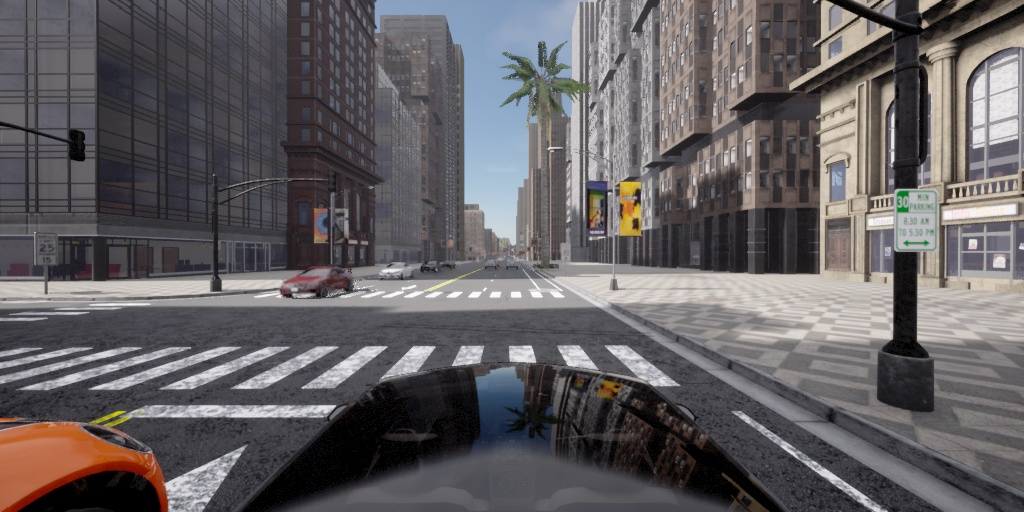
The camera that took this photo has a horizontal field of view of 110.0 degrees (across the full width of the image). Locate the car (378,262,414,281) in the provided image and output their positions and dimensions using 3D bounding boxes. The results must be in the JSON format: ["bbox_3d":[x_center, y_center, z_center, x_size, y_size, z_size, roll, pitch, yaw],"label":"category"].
[{"bbox_3d":[-9.844,1.284,30.859,1.812,1.442,4.674,0,0,0],"label":"car"}]

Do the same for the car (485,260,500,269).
[{"bbox_3d":[-3.236,1.335,55.749,2.033,1.411,5.357,0,0,0],"label":"car"}]

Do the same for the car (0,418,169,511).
[{"bbox_3d":[-3.150,1.102,0.269,2.097,1.767,4.553,0,0,0],"label":"car"}]

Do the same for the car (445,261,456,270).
[{"bbox_3d":[-9.792,1.386,54.633,1.895,1.301,4.718,0,0,0],"label":"car"}]

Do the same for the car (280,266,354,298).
[{"bbox_3d":[-9.841,1.278,18.549,1.812,1.442,4.674,0,0,0],"label":"car"}]

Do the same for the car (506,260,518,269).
[{"bbox_3d":[0.014,1.335,55.747,2.033,1.411,5.357,0,0,0],"label":"car"}]

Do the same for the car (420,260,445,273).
[{"bbox_3d":[-9.837,1.274,43.834,1.837,1.490,4.892,0,0,0],"label":"car"}]
